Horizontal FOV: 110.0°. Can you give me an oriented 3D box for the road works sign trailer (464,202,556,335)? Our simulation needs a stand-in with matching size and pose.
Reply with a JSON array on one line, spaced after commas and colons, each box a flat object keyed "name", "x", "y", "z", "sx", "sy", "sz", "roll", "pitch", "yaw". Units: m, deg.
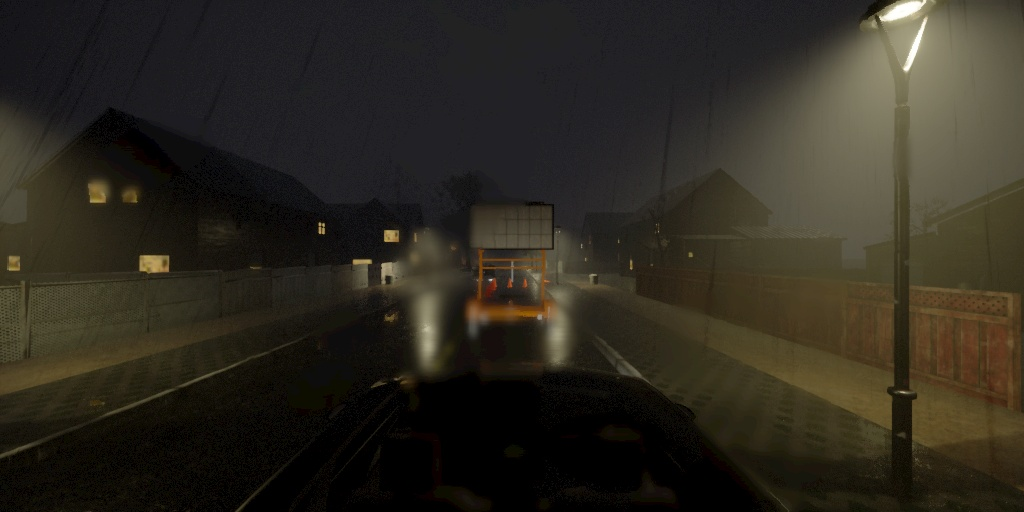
[{"name": "road works sign trailer", "x": 0.012, "y": 0.220, "z": 10.535, "sx": 2.380, "sy": 3.560, "sz": 2.880, "roll": 0, "pitch": 0, "yaw": 0}]

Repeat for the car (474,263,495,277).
[{"name": "car", "x": -2.707, "y": 1.414, "z": 36.186, "sx": 1.994, "sy": 1.385, "sz": 4.181, "roll": 0, "pitch": 0, "yaw": 0}]
